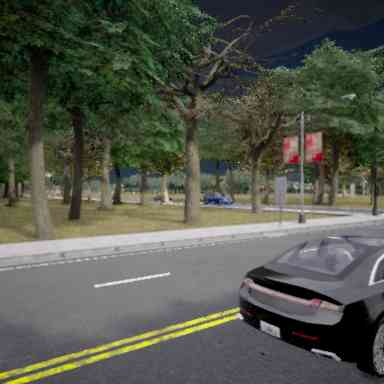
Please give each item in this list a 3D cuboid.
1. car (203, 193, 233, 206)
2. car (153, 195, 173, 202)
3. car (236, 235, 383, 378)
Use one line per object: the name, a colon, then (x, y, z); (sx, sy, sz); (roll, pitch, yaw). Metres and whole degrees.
car: (3.969, 1.147, 51.859); (2.150, 2.045, 5.566); (0, 0, -36)
car: (-5.766, 1.267, 65.637); (2.033, 1.411, 5.357); (0, 0, -36)
car: (2.941, 1.485, 5.545); (4.902, 1.511, 2.128); (0, 0, -36)
